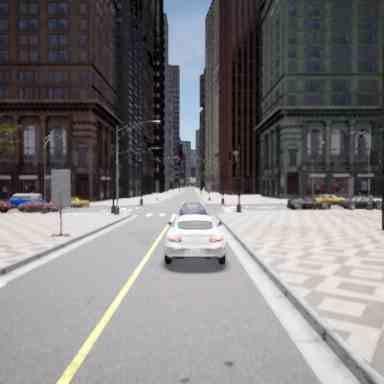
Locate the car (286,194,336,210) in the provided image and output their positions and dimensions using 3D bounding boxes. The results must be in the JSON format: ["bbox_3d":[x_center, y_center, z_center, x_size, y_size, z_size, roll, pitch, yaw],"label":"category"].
[{"bbox_3d":[11.687,1.175,33.524,4.313,1.339,1.947,-1,2,0],"label":"car"}]

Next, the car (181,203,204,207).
[{"bbox_3d":[0.031,1.378,21.306,2.033,1.411,5.357,0,0,1],"label":"car"}]

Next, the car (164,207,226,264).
[{"bbox_3d":[0.101,1.439,11.326,1.812,1.442,4.674,0,0,0],"label":"car"}]

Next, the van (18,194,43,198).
[{"bbox_3d":[-20.956,1.150,42.112,3.998,1.788,1.690,-1,2,0],"label":"van"}]

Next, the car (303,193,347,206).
[{"bbox_3d":[16.737,0.927,42.036,4.829,1.417,1.752,-1,2,0],"label":"car"}]

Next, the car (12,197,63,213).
[{"bbox_3d":[-15.282,1.483,33.583,4.206,1.307,1.802,-1,2,0],"label":"car"}]

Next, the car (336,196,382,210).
[{"bbox_3d":[17.065,1.098,33.512,4.403,1.369,2.008,-1,2,0],"label":"car"}]

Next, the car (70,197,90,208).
[{"bbox_3d":[-15.444,1.279,42.106,4.829,1.417,1.752,-1,2,0],"label":"car"}]

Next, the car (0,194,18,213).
[{"bbox_3d":[-20.964,1.273,33.587,5.009,1.841,2.192,-1,2,0],"label":"car"}]

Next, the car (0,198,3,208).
[{"bbox_3d":[-26.633,1.430,42.131,4.313,1.339,1.947,-1,2,0],"label":"car"}]
